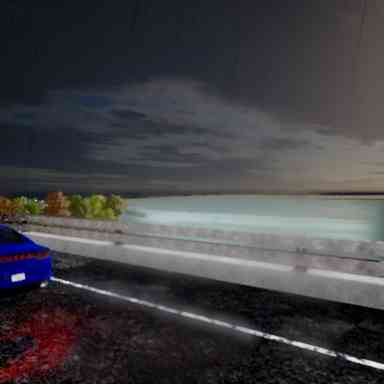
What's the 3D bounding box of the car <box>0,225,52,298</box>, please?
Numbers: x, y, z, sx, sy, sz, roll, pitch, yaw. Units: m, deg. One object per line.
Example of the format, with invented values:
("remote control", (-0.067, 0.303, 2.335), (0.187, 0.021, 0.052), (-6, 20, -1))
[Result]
("car", (-5.329, 1.477, 7.827), (5.008, 1.535, 1.882), (0, 0, 36))
